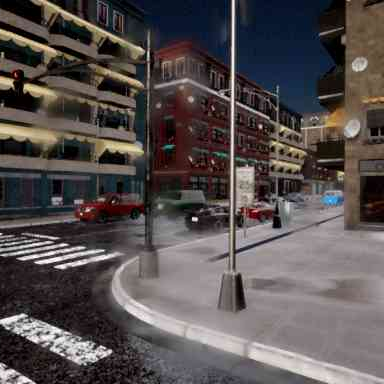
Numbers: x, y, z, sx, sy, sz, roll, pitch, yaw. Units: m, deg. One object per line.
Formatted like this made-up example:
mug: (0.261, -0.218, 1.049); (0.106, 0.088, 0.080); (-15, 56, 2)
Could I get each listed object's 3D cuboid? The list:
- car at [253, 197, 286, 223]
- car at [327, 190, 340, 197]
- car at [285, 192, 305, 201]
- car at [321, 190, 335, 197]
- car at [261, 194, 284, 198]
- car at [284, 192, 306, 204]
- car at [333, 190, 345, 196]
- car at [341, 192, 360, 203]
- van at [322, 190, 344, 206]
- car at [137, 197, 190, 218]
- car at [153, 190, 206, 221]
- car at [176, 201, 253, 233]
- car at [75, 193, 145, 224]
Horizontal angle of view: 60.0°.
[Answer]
car: (4.549, 1.283, 22.572); (1.802, 1.307, 4.206); (2, 2, 35)
car: (33.023, 0.335, 77.517); (1.802, 1.307, 4.206); (2, 2, 35)
car: (16.977, 0.719, 54.751); (1.947, 1.339, 4.313); (2, 2, 35)
car: (29.814, 0.377, 72.964); (1.887, 1.381, 4.507); (2, 2, 35)
car: (10.559, 0.880, 45.644); (1.947, 1.339, 4.313); (2, 2, 35)
car: (14.179, 0.846, 46.177); (2.033, 1.411, 5.357); (1, 1, 36)
car: (36.232, 0.255, 82.071); (1.802, 1.307, 4.206); (2, 2, 35)
car: (23.804, 0.763, 49.890); (1.887, 1.381, 4.507); (2, 2, 35)
van: (17.388, 0.720, 40.781); (1.690, 1.788, 3.998); (2, 2, 35)
car: (-2.278, 1.180, 27.431); (1.887, 1.381, 4.507); (2, 2, 35)
car: (-1.039, 0.898, 24.710); (2.150, 2.045, 5.566); (1, 1, 35)
car: (1.340, 1.348, 18.019); (1.947, 1.339, 4.313); (2, 2, 35)
car: (-5.485, 1.031, 22.872); (2.192, 1.841, 5.009); (2, 2, 35)
